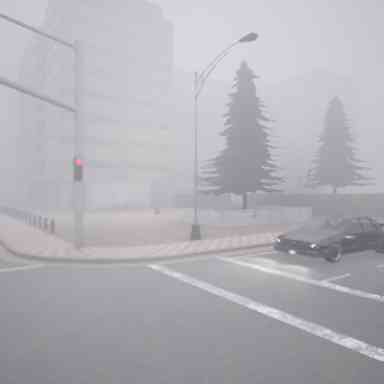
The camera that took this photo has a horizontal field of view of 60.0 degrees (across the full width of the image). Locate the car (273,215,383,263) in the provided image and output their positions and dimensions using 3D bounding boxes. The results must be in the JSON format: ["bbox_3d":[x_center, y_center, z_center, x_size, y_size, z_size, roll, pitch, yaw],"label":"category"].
[{"bbox_3d":[5.444,1.558,12.220,5.357,1.411,2.033,0,0,-34],"label":"car"}]
